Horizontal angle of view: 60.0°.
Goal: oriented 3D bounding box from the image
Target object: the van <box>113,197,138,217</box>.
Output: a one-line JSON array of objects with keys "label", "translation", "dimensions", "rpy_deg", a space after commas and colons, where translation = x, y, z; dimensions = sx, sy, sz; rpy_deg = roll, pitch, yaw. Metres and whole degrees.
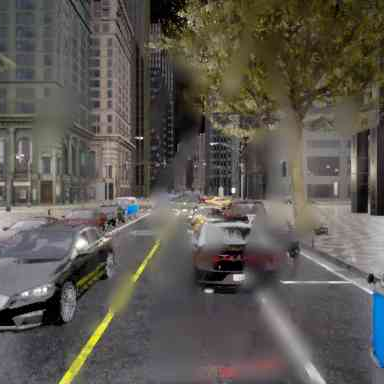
[{"label": "van", "translation": [-5.721, 1.347, 28.437], "dimensions": [1.690, 1.788, 3.998], "rpy_deg": [0, 0, 0]}]

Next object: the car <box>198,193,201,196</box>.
[{"label": "car", "translation": [2.896, 1.594, 77.440], "dimensions": [1.887, 1.381, 4.507], "rpy_deg": [0, 0, 0]}]

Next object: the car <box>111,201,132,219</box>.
[{"label": "car", "translation": [-5.729, 1.569, 23.024], "dimensions": [1.947, 1.339, 4.313], "rpy_deg": [0, 0, 0]}]

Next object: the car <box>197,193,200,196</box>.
[{"label": "car", "translation": [2.911, 1.590, 88.661], "dimensions": [1.752, 1.417, 4.829], "rpy_deg": [0, 0, 0]}]

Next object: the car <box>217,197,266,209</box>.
[{"label": "car", "translation": [2.788, 1.317, 17.952], "dimensions": [2.192, 1.841, 5.009], "rpy_deg": [0, 0, 0]}]

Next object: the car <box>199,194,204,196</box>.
[{"label": "car", "translation": [2.889, 1.587, 71.915], "dimensions": [1.887, 1.381, 4.507], "rpy_deg": [0, 0, 0]}]

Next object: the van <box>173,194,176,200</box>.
[{"label": "van", "translation": [-5.648, 1.398, 82.996], "dimensions": [1.690, 1.788, 3.998], "rpy_deg": [0, 0, 0]}]

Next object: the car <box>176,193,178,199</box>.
[{"label": "car", "translation": [-5.628, 1.654, 94.046], "dimensions": [1.802, 1.307, 4.206], "rpy_deg": [0, 0, 0]}]

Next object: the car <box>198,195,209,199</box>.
[{"label": "car", "translation": [3.716, 1.442, 43.948], "dimensions": [5.008, 1.535, 1.882], "rpy_deg": [-2, 1, -27]}]

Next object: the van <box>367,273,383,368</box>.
[{"label": "van", "translation": [2.763, 1.341, 2.086], "dimensions": [1.690, 1.788, 3.998], "rpy_deg": [0, 0, 0]}]

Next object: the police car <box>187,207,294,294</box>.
[{"label": "police car", "translation": [0.914, 1.425, 8.915], "dimensions": [1.930, 1.638, 5.238], "rpy_deg": [0, 0, 0]}]

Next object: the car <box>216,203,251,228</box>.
[{"label": "car", "translation": [2.796, 1.548, 23.241], "dimensions": [1.887, 1.381, 4.507], "rpy_deg": [0, 0, 0]}]

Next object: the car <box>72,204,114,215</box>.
[{"label": "car", "translation": [-5.737, 1.546, 17.611], "dimensions": [1.887, 1.381, 4.507], "rpy_deg": [0, 0, 0]}]

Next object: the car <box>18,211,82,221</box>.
[{"label": "car", "translation": [-5.745, 1.582, 12.197], "dimensions": [1.802, 1.307, 4.206], "rpy_deg": [0, 0, 0]}]

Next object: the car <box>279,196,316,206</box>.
[{"label": "car", "translation": [14.439, 1.243, 45.524], "dimensions": [4.902, 1.511, 2.128], "rpy_deg": [-1, 0, 1]}]

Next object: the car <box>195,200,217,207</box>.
[{"label": "car", "translation": [0.930, 1.457, 18.995], "dimensions": [1.801, 1.575, 5.366], "rpy_deg": [0, 0, 0]}]

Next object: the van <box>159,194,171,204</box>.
[{"label": "van", "translation": [-5.677, 1.377, 66.421], "dimensions": [1.690, 1.788, 3.998], "rpy_deg": [0, 0, 0]}]

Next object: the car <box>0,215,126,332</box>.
[{"label": "car", "translation": [-2.989, 1.491, 7.139], "dimensions": [2.128, 1.511, 4.902], "rpy_deg": [0, 0, 0]}]

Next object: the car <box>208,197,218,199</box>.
[{"label": "car", "translation": [2.819, 1.534, 33.992], "dimensions": [1.752, 1.417, 4.829], "rpy_deg": [0, 0, 0]}]

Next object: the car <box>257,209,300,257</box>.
[{"label": "car", "translation": [2.780, 1.551, 12.663], "dimensions": [2.008, 1.369, 4.403], "rpy_deg": [0, 0, 0]}]

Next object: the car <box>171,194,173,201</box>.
[{"label": "car", "translation": [-5.666, 1.587, 71.946], "dimensions": [1.887, 1.381, 4.507], "rpy_deg": [0, 0, 0]}]
